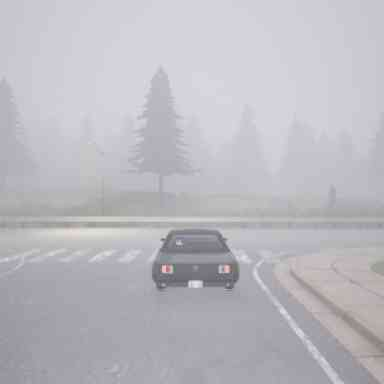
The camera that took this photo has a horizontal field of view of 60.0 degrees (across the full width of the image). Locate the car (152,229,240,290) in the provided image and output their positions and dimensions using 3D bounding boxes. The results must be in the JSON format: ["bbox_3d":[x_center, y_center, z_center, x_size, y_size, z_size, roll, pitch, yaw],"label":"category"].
[{"bbox_3d":[0.060,1.670,9.235,1.895,1.301,4.718,0,0,-1],"label":"car"}]
